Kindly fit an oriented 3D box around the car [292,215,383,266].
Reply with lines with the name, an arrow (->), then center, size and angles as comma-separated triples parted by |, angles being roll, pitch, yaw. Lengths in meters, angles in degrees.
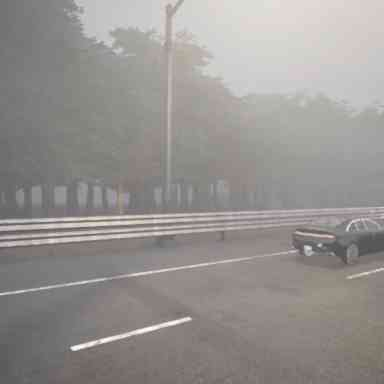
car -> 5.702, 1.610, 12.098 | 4.902, 1.511, 2.128 | 1, 0, -35
